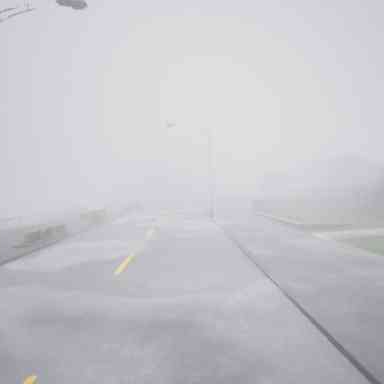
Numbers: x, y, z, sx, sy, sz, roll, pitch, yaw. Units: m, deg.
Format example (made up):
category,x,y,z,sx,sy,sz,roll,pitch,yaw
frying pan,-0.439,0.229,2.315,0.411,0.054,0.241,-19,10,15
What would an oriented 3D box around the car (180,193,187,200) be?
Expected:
category,x,y,z,sx,sy,sz,roll,pitch,yaw
car,-2.291,1.447,90.671,1.882,1.535,5.008,-1,0,-1
